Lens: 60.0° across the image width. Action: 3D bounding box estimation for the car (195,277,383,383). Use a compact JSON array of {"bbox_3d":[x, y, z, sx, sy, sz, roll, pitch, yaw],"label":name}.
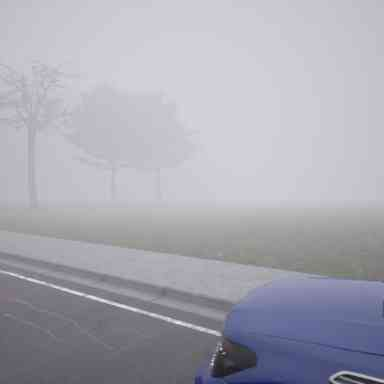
[{"bbox_3d":[2.682,1.223,1.781,5.566,2.045,2.150,0,0,35],"label":"car"}]
